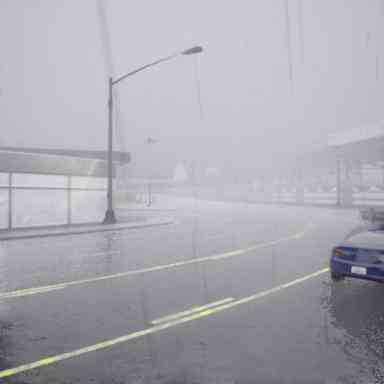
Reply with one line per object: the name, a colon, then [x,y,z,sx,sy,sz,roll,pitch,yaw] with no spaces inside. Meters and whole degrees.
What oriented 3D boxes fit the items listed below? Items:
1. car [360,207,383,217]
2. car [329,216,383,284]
car: [15.285,1.862,27.349,1.895,1.301,4.718,0,0,15]
car: [5.320,1.614,9.175,1.812,1.442,4.674,0,0,43]
